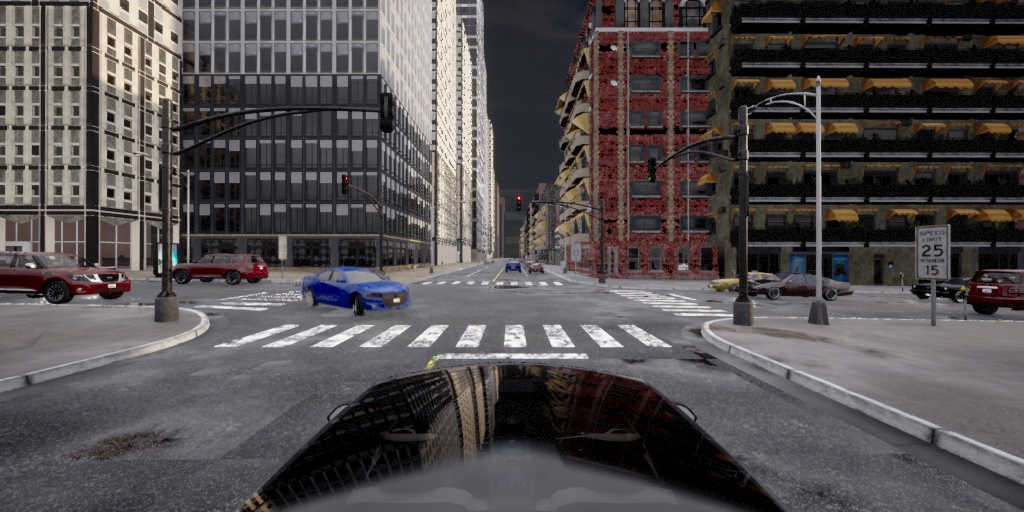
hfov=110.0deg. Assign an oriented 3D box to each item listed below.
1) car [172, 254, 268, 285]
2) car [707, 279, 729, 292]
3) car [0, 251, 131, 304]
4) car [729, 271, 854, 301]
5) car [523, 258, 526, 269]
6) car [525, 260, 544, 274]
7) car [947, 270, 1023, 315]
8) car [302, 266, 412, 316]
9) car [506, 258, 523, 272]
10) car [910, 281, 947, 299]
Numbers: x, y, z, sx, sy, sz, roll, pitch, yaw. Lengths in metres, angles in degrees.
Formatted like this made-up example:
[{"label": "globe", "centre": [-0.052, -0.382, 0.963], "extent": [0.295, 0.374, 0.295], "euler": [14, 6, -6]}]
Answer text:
[{"label": "car", "centre": [-17.688, 0.776, 21.826], "extent": [5.009, 1.841, 2.192], "euler": [0, 0, 0]}, {"label": "car", "centre": [14.653, 1.587, 22.072], "extent": [4.829, 1.417, 1.751], "euler": [0, 0, 0]}, {"label": "car", "centre": [-17.562, 0.757, 13.446], "extent": [5.009, 1.841, 2.192], "euler": [0, 0, 0]}, {"label": "car", "centre": [15.253, 1.610, 19.485], "extent": [5.357, 1.411, 2.033], "euler": [1, 0, 0]}, {"label": "car", "centre": [2.749, 1.317, 54.700], "extent": [2.007, 1.370, 4.403], "euler": [0, 0, 0]}, {"label": "car", "centre": [2.785, 1.341, 41.783], "extent": [1.802, 1.307, 4.207], "euler": [0, 0, 0]}, {"label": "car", "centre": [20.612, 1.461, 13.769], "extent": [5.009, 1.841, 2.192], "euler": [0, 0, 0]}, {"label": "car", "centre": [-5.831, 1.165, 13.313], "extent": [5.008, 1.535, 1.882], "euler": [1, 0, 35]}, {"label": "car", "centre": [0.150, 1.239, 46.491], "extent": [1.882, 1.535, 5.008], "euler": [0, 0, 0]}, {"label": "car", "centre": [24.883, 1.839, 19.560], "extent": [4.718, 1.301, 1.895], "euler": [1, 0, -1]}]
